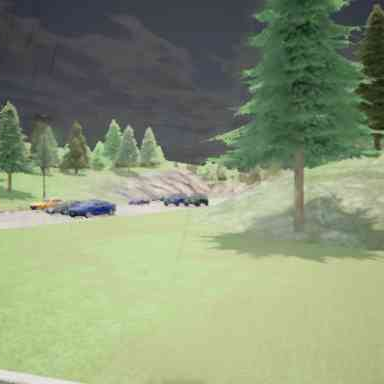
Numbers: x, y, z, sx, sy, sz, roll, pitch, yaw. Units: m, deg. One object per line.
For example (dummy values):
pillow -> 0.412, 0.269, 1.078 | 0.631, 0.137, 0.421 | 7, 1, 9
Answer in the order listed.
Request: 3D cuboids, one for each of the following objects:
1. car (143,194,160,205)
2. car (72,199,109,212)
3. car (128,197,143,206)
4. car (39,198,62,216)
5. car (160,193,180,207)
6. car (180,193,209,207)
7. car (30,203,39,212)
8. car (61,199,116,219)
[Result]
car -> -5.447, 1.077, 53.680 | 1.837, 1.490, 4.892 | 0, 0, 24
car -> -11.976, 1.541, 39.565 | 1.994, 1.385, 4.181 | 0, 0, 25
car -> -8.632, 1.534, 55.131 | 1.812, 1.442, 4.674 | 0, 0, 24
car -> -11.632, 1.474, 31.891 | 2.128, 1.511, 4.902 | 0, 0, 25
car -> -2.351, 1.168, 52.038 | 2.150, 2.045, 5.566 | 0, 0, 25
car -> 0.760, 1.176, 50.430 | 2.150, 2.045, 5.566 | 0, 0, 25
car -> -16.300, 1.458, 38.526 | 1.882, 1.535, 5.008 | 0, 0, 25
car -> -8.807, 1.461, 29.651 | 1.882, 1.535, 5.008 | 0, 1, 25
